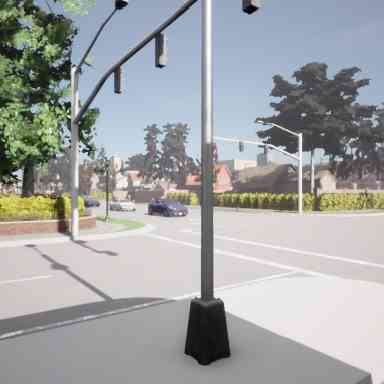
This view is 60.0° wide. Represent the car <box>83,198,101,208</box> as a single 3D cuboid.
[{"bbox_3d":[-15.266,1.547,49.240,2.033,1.411,5.357,0,0,-36],"label":"car"}]

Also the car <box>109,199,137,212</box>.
[{"bbox_3d":[-8.309,1.526,39.634,1.812,1.442,4.674,0,0,-36],"label":"car"}]

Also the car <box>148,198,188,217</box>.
[{"bbox_3d":[-2.323,1.352,31.360,2.097,1.767,4.553,0,0,-36],"label":"car"}]
